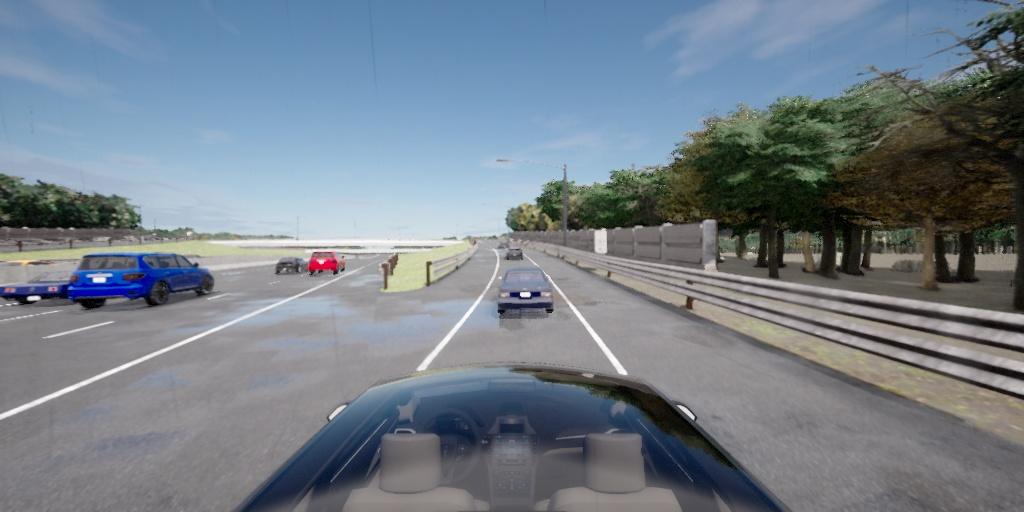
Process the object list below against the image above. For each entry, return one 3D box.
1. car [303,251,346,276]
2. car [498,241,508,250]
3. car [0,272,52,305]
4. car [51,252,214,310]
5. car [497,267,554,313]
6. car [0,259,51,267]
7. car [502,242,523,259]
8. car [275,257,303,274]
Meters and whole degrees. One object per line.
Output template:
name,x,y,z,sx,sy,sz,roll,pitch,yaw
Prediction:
car,-16.168,0.564,31.532,2.150,2.045,5.566,-1,1,-17
car,-1.487,-1.997,64.402,2.128,1.511,4.902,-1,4,-6
car,-18.587,1.270,15.594,1.895,1.301,4.718,-1,1,-17
car,-14.659,0.871,14.649,2.150,2.045,5.566,-1,1,-17
car,0.454,1.097,13.048,2.033,1.411,5.357,-1,2,2
car,-36.758,1.064,26.777,1.882,1.535,5.008,-1,1,-17
car,0.237,-0.462,41.004,2.128,1.511,4.902,-1,4,-2
car,-20.182,0.841,33.068,1.837,1.490,4.892,-1,1,-17
